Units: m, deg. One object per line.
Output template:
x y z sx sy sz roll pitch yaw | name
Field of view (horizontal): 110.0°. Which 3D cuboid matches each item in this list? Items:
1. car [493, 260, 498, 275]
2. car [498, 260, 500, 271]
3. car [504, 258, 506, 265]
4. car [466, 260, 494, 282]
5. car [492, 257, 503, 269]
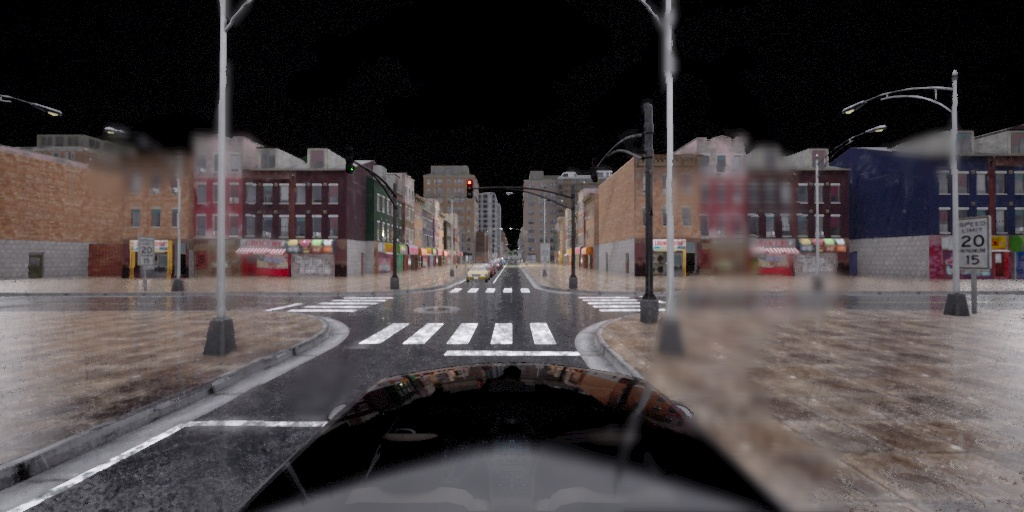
-2.636 1.319 34.450 1.888 1.381 4.507 0 0 0 | car
-2.636 1.365 40.055 1.802 1.307 4.207 0 0 0 | car
-2.637 1.151 62.476 2.192 1.841 5.009 0 0 0 | car
-2.636 1.291 28.675 1.751 1.417 4.829 0 0 0 | car
-2.636 1.247 51.265 1.967 1.591 4.097 0 0 0 | car
